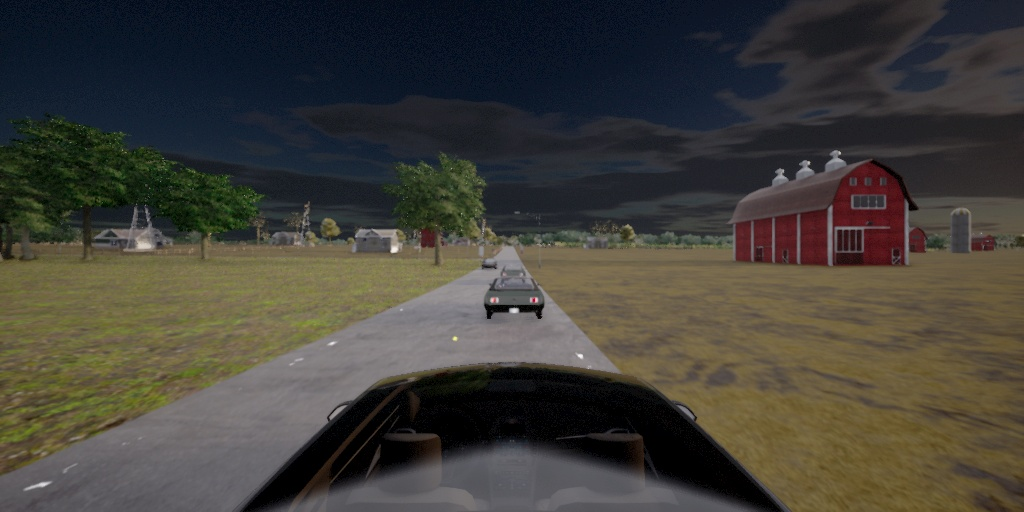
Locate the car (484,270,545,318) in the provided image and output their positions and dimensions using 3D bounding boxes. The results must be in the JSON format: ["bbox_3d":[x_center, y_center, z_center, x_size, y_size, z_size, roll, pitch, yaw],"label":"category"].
[{"bbox_3d":[0.077,1.374,13.095,1.895,1.301,4.718,0,0,0],"label":"car"}]

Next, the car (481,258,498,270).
[{"bbox_3d":[-2.852,0.989,46.158,1.882,1.535,5.008,0,1,0],"label":"car"}]

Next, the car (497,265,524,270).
[{"bbox_3d":[0.078,1.352,28.388,1.895,1.301,4.718,0,0,0],"label":"car"}]
